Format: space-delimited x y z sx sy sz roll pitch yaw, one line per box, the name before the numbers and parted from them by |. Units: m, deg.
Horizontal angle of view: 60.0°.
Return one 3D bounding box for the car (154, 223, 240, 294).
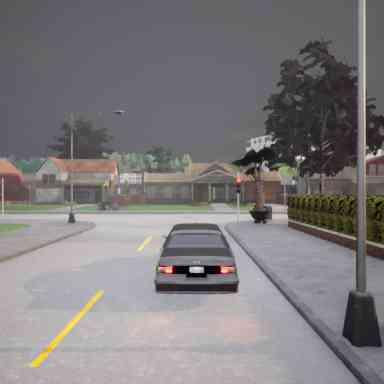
car | 0.103 1.547 8.919 2.033 1.411 5.357 0 0 0
